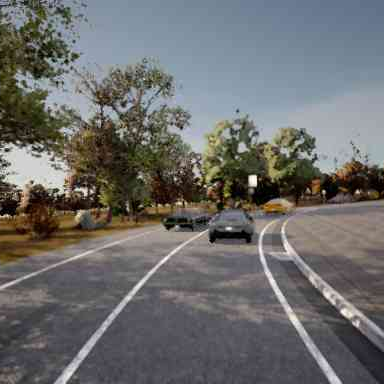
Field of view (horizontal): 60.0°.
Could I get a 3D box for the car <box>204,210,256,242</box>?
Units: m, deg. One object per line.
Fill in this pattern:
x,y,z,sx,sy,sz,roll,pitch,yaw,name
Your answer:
2.089,1.568,16.492,1.994,1.385,4.181,-1,0,13,car

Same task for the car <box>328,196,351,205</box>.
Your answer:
24.342,1.320,54.919,4.181,1.385,1.994,-2,-3,-35,car

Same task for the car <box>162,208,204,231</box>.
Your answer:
-0.239,1.695,21.227,1.895,1.301,4.718,-2,-1,17,car

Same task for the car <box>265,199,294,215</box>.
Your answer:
8.694,1.429,33.025,1.882,1.535,5.008,-3,-1,30,car
